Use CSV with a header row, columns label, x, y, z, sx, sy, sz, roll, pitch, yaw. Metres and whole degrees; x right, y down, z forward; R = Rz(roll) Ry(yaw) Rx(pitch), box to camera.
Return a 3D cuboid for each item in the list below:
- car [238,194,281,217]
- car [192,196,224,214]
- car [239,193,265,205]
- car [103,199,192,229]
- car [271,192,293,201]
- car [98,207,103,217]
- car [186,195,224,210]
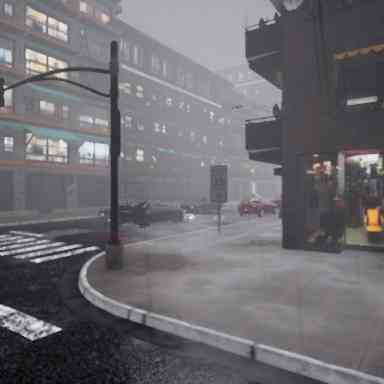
label,x,y,z,sx,sy,sz,roll,pitch,yaw
car,5.078,1.100,25.328,1.887,1.381,4.507,1,1,35
car,0.896,1.098,29.593,2.033,1.411,5.357,0,1,35
car,7.984,0.883,44.110,1.802,1.307,4.206,1,1,35
car,-2.424,1.199,19.510,2.128,1.511,4.902,0,1,35
car,14.511,0.686,53.361,1.947,1.339,4.313,1,1,35
car,-5.177,1.230,25.683,1.947,1.339,4.313,1,2,35
car,1.457,1.048,34.864,1.947,1.339,4.313,1,1,35
